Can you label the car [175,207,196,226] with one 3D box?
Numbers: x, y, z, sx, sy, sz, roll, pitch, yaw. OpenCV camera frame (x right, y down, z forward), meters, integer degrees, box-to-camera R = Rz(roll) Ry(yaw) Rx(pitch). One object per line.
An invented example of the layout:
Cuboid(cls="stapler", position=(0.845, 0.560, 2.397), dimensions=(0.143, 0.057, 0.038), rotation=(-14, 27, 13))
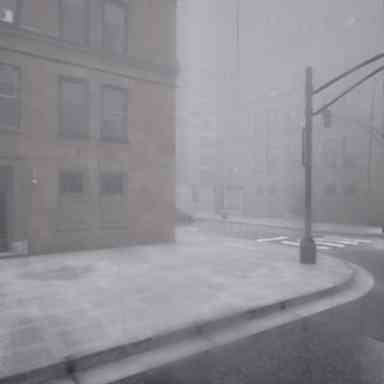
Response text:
Cuboid(cls="car", position=(-1.882, 1.737, 25.036), dimensions=(2.033, 1.411, 5.357), rotation=(1, -1, -35))
